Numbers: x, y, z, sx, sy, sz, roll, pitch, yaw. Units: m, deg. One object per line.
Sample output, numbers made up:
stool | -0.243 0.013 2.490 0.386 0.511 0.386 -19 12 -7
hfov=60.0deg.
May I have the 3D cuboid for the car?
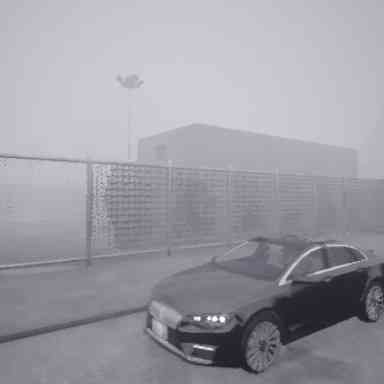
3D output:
car | 1.566 1.542 5.752 4.902 1.511 2.128 1 -1 -36
